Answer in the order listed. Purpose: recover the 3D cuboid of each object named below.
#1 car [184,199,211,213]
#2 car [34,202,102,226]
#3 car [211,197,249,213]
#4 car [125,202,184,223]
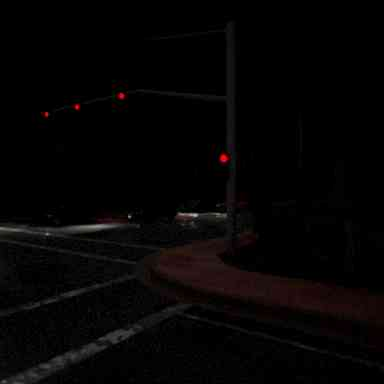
[{"bbox_3d":[0.693,1.587,37.759,1.812,1.442,4.674,0,0,36],"label":"car"},{"bbox_3d":[-8.929,1.540,24.294,1.882,1.535,5.008,0,0,35],"label":"car"},{"bbox_3d":[4.556,1.403,37.133,2.097,1.767,4.553,0,0,36],"label":"car"},{"bbox_3d":[-3.152,1.544,26.377,2.128,1.511,4.902,0,0,35],"label":"car"}]
